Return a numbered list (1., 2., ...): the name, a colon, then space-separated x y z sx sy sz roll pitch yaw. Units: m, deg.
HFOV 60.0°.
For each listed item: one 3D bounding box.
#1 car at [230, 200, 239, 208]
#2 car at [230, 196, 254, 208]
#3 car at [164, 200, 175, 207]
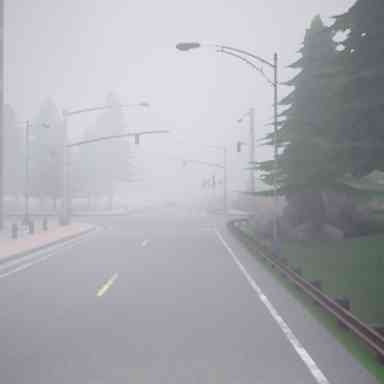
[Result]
1. car: 8.823 1.652 53.631 4.605 1.855 1.932 0 -1 -1
2. car: 8.407 1.678 56.141 3.866 1.878 1.905 0 -1 -1
3. car: -4.079 2.124 61.355 1.895 1.301 4.718 0 -1 0
